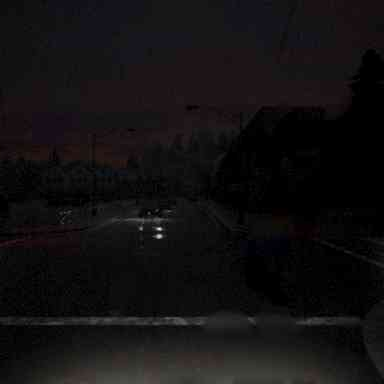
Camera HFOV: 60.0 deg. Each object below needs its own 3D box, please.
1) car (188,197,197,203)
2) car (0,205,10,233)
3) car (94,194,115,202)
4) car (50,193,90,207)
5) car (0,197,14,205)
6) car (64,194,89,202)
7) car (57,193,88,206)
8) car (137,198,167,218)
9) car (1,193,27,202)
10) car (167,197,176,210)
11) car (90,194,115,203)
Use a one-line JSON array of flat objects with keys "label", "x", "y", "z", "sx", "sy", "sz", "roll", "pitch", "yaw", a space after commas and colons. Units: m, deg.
[{"label": "car", "x": 0.134, "y": 1.598, "z": 69.151, "sx": 1.895, "sy": 1.301, "sz": 4.718, "roll": 0, "pitch": 0, "yaw": 0}, {"label": "car", "x": -10.985, "y": 1.506, "z": 14.465, "sx": 4.902, "sy": 1.511, "sz": 2.128, "roll": 0, "pitch": 0, "yaw": -8}, {"label": "car", "x": -17.955, "y": 1.244, "z": 68.432, "sx": 3.806, "sy": 1.475, "sz": 1.970, "roll": 0, "pitch": 0, "yaw": 0}, {"label": "car", "x": -17.228, "y": 1.111, "z": 46.315, "sx": 4.605, "sy": 1.855, "sz": 1.932, "roll": 0, "pitch": 0, "yaw": 0}, {"label": "car", "x": -17.372, "y": 1.388, "z": 27.731, "sx": 3.633, "sy": 1.501, "sz": 1.845, "roll": 0, "pitch": 0, "yaw": 0}, {"label": "car", "x": -25.003, "y": 1.310, "z": 72.098, "sx": 4.514, "sy": 1.523, "sz": 2.007, "roll": 0, "pitch": 0, "yaw": 0}, {"label": "car", "x": -17.639, "y": 1.090, "z": 49.220, "sx": 3.866, "sy": 1.878, "sz": 1.905, "roll": 0, "pitch": 0, "yaw": 0}, {"label": "car", "x": -3.584, "y": 1.524, "z": 30.071, "sx": 1.812, "sy": 1.442, "sz": 4.674, "roll": 0, "pitch": 0, "yaw": 0}, {"label": "car", "x": -35.016, "y": 1.110, "z": 65.160, "sx": 4.605, "sy": 1.855, "sz": 1.932, "roll": 0, "pitch": 0, "yaw": 0}, {"label": "car", "x": -3.569, "y": 1.545, "z": 42.047, "sx": 2.033, "sy": 1.411, "sz": 5.357, "roll": 0, "pitch": 0, "yaw": 0}, {"label": "car", "x": -17.634, "y": 1.166, "z": 62.015, "sx": 5.027, "sy": 1.636, "sz": 2.152, "roll": 0, "pitch": 0, "yaw": 0}]
